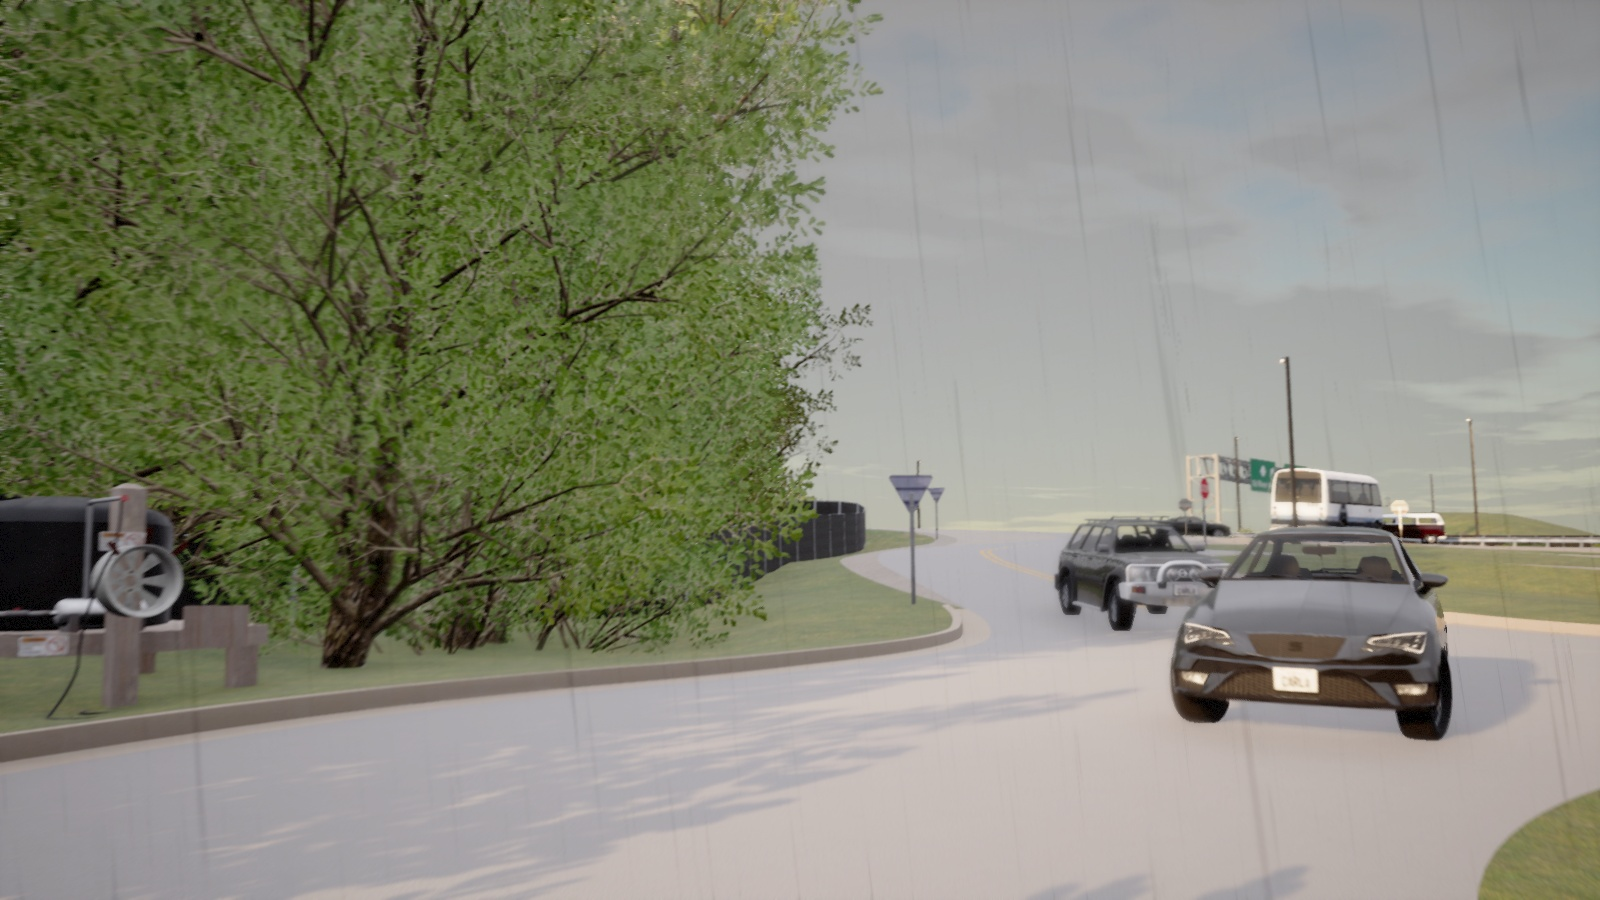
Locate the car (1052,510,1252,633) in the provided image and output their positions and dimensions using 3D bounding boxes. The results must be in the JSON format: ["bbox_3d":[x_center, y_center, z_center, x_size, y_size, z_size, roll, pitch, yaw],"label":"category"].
[{"bbox_3d":[6.004,2.017,22.068,1.932,1.855,4.605,0,-2,-4],"label":"car"}]

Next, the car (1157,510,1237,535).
[{"bbox_3d":[27.406,5.008,86.806,5.008,1.535,1.882,0,-5,10],"label":"car"}]

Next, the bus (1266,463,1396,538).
[{"bbox_3d":[32.416,3.134,76.332,3.944,4.253,10.273,-1,-3,43],"label":"bus"}]

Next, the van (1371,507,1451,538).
[{"bbox_3d":[41.061,4.872,84.492,4.480,2.038,2.069,-1,-4,17],"label":"van"}]

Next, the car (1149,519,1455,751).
[{"bbox_3d":[4.279,1.321,10.293,1.816,1.474,4.193,-2,-4,28],"label":"car"}]
